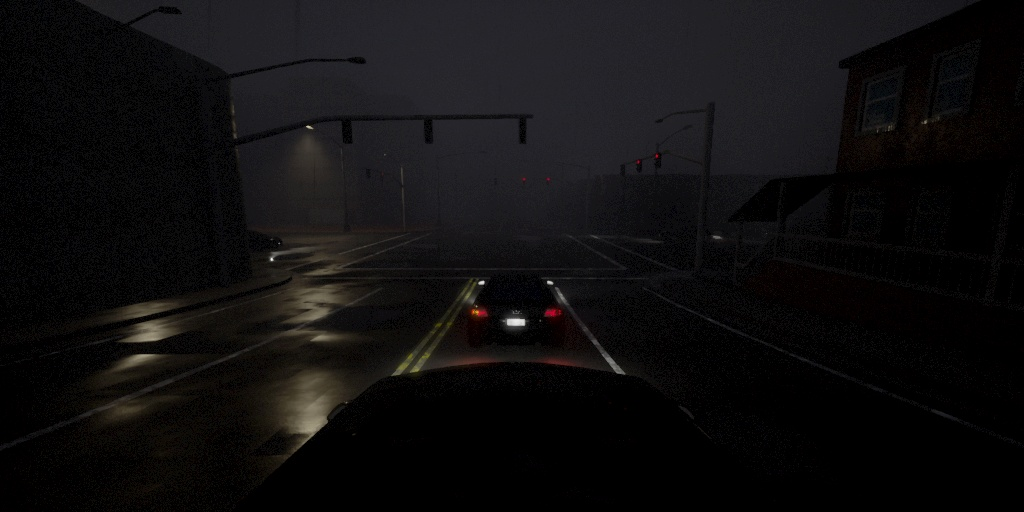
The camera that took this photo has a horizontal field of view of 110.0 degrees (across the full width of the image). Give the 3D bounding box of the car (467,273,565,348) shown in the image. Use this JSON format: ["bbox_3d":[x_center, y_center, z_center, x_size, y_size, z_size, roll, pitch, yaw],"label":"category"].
[{"bbox_3d":[0.094,1.090,8.707,1.994,1.385,4.181,0,3,0],"label":"car"}]

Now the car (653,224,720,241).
[{"bbox_3d":[16.401,-2.226,33.894,4.892,1.490,1.837,0,8,0],"label":"car"}]

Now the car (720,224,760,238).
[{"bbox_3d":[23.775,-2.676,37.316,4.181,1.385,1.994,0,8,1],"label":"car"}]

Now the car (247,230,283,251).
[{"bbox_3d":[-19.959,-1.191,26.992,4.892,1.490,1.837,0,8,1],"label":"car"}]

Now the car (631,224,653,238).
[{"bbox_3d":[14.961,-2.644,37.393,4.718,1.301,1.895,0,8,1],"label":"car"}]

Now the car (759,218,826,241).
[{"bbox_3d":[27.146,-2.499,33.779,5.566,2.045,2.150,0,8,1],"label":"car"}]
